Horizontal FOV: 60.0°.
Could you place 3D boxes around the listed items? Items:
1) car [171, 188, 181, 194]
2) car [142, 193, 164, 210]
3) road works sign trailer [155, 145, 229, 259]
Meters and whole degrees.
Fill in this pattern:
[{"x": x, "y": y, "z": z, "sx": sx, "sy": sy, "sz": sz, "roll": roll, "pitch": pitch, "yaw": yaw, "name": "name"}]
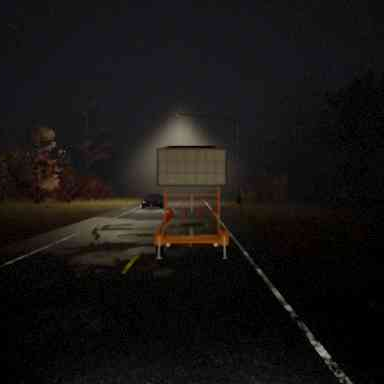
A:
[{"x": -3.504, "y": -0.108, "z": 73.296, "sx": 1.837, "sy": 1.490, "sz": 4.892, "roll": 0, "pitch": 1, "yaw": 0, "name": "car"}, {"x": -3.600, "y": 0.833, "z": 31.694, "sx": 1.812, "sy": 1.442, "sz": 4.674, "roll": 0, "pitch": 1, "yaw": 0, "name": "car"}, {"x": -0.001, "y": 0.211, "z": 11.464, "sx": 2.380, "sy": 3.560, "sz": 2.880, "roll": 0, "pitch": 1, "yaw": 0, "name": "road works sign trailer"}]
